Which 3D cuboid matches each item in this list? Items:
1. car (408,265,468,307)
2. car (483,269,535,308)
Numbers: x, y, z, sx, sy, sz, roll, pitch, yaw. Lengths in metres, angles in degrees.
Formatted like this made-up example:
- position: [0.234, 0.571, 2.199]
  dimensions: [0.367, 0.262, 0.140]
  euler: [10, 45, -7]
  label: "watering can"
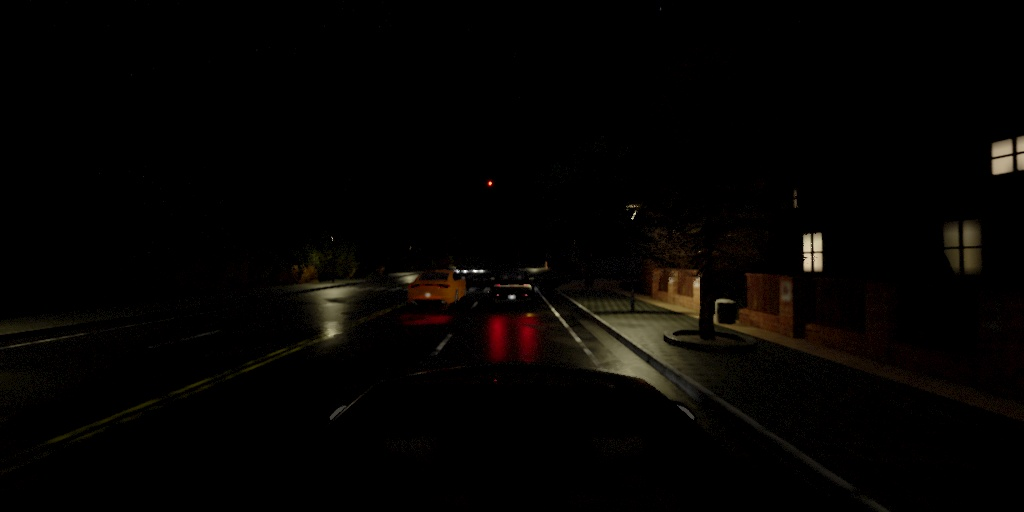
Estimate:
- position: [-3.243, 1.368, 16.329]
  dimensions: [1.882, 1.535, 5.008]
  euler: [0, 0, 0]
  label: "car"
- position: [0.012, 1.381, 16.156]
  dimensions: [2.128, 1.511, 4.902]
  euler: [0, 0, 0]
  label: "car"
